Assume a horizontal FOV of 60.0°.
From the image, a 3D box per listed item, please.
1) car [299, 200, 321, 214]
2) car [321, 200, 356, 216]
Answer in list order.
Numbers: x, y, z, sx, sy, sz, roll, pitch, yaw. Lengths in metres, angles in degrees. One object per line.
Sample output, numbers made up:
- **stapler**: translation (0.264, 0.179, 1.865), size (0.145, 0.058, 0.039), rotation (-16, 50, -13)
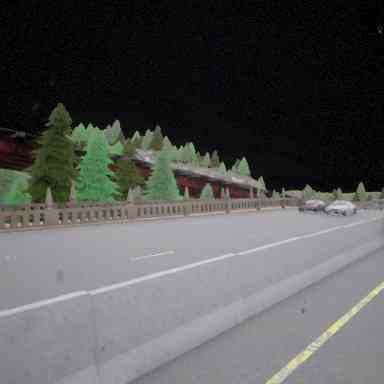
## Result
- **car**: translation (13.433, 1.563, 36.555), size (1.812, 1.442, 4.674), rotation (0, 0, 42)
- **car**: translation (14.687, 1.558, 32.703), size (1.812, 1.442, 4.674), rotation (0, 0, 42)
